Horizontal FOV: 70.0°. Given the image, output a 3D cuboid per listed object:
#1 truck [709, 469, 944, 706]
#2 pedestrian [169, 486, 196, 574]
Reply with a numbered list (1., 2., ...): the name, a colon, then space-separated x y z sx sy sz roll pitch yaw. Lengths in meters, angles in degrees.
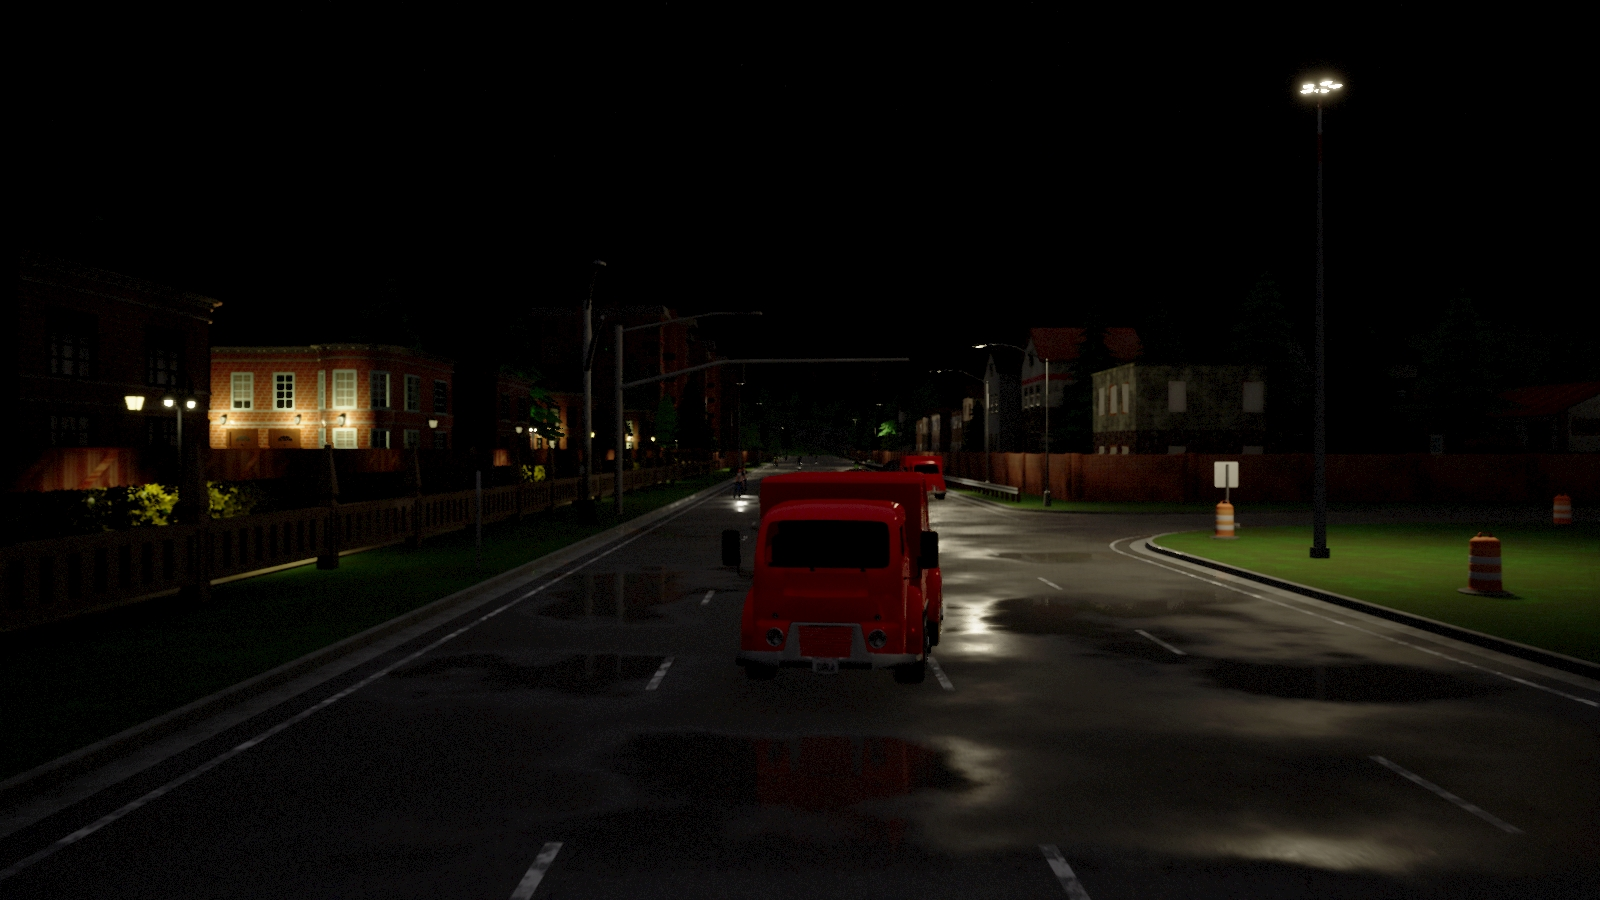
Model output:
1. truck: 0.604 1.561 15.313 2.627 2.467 5.204 0 0 7
2. pedestrian: -13.176 1.699 24.375 0.375 1.860 0.375 0 0 0
